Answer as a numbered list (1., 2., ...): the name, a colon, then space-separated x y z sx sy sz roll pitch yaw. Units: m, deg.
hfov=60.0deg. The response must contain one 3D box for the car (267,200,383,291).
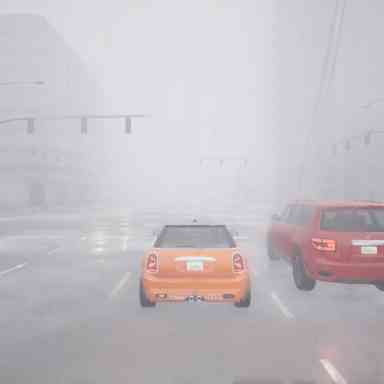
1. car: 3.556 1.221 9.134 2.150 2.045 5.566 0 0 3

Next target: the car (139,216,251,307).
1. car: 0.077 1.352 8.115 2.097 1.767 4.553 0 0 1

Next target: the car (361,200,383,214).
1. car: 20.540 1.564 35.269 4.181 1.385 1.994 0 0 1

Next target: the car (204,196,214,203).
1. car: 3.709 1.525 71.099 1.812 1.442 4.674 0 0 0
